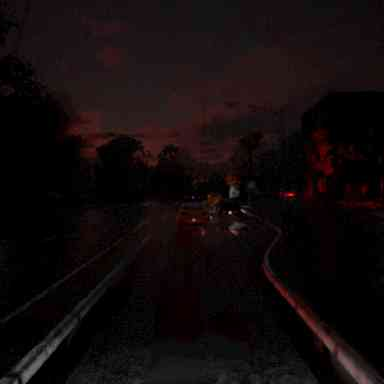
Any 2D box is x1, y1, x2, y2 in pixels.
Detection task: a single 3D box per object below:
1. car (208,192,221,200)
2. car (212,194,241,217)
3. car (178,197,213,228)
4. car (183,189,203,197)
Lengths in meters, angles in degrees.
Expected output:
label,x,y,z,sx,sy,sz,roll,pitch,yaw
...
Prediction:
label,x,y,z,sx,sy,sz,roll,pitch,yaw
car,3.094,0.791,43.390,1.882,1.535,5.008,0,2,1
car,2.964,1.243,27.869,1.837,1.490,4.892,0,2,1
car,0.109,1.385,21.428,1.882,1.535,5.008,0,1,0
car,0.123,0.640,39.581,2.150,2.045,5.566,0,2,0
